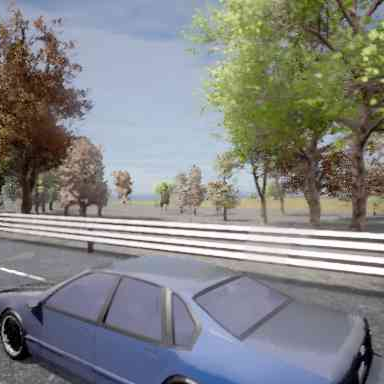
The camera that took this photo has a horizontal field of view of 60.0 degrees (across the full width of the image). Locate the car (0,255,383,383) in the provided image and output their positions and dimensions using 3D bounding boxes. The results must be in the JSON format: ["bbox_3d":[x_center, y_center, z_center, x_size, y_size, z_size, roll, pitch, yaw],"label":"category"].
[{"bbox_3d":[-0.602,1.585,4.306,5.357,1.411,2.033,-1,-1,36],"label":"car"}]
